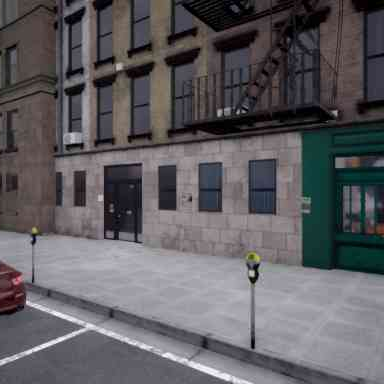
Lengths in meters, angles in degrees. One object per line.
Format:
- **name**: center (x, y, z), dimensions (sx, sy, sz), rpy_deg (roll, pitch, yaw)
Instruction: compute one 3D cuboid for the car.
- **car**: center (-4.715, 1.582, 6.208), dimensions (4.206, 1.307, 1.802), rpy_deg (0, 0, 36)
